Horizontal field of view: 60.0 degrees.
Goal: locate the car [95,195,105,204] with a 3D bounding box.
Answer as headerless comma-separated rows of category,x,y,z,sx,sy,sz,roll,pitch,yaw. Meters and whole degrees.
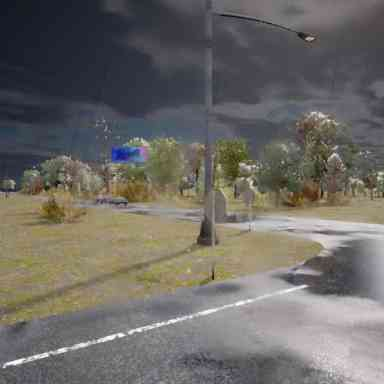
car,-16.235,1.242,60.891,2.097,1.767,4.553,0,0,-34

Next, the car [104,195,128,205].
car,-12.266,1.451,54.998,2.033,1.411,5.357,0,0,-33
